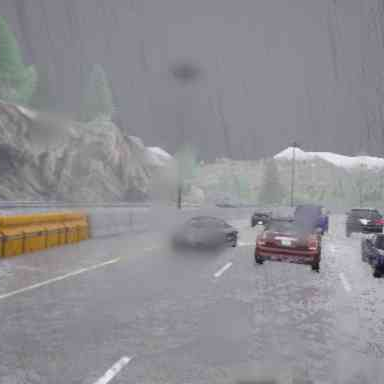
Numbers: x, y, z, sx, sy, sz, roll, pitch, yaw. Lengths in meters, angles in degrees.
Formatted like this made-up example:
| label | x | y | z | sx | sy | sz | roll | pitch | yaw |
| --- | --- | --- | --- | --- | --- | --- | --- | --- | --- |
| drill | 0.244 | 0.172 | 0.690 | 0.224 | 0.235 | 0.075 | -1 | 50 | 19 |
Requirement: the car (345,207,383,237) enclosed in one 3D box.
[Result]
| label | x | y | z | sx | sy | sz | roll | pitch | yaw |
| --- | --- | --- | --- | --- | --- | --- | --- | --- | --- |
| car | 12.171 | 2.127 | 23.572 | 2.150 | 2.045 | 5.566 | 3 | 0 | 26 |

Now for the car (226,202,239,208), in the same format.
| label | x | y | z | sx | sy | sz | roll | pitch | yaw |
| --- | --- | --- | --- | --- | --- | --- | --- | --- | --- |
| car | 8.982 | 2.784 | 64.375 | 1.994 | 1.385 | 4.181 | 2 | -1 | 38 |

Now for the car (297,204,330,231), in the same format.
| label | x | y | z | sx | sy | sz | roll | pitch | yaw |
| --- | --- | --- | --- | --- | --- | --- | --- | --- | --- |
| car | 8.995 | 1.981 | 25.034 | 2.150 | 2.045 | 5.566 | 3 | 0 | 26 |

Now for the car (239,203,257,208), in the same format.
| label | x | y | z | sx | sy | sz | roll | pitch | yaw |
| --- | --- | --- | --- | --- | --- | --- | --- | --- | --- |
| car | 11.469 | 2.869 | 61.972 | 2.033 | 1.411 | 5.357 | 2 | -1 | 38 |

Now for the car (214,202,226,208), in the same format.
| label | x | y | z | sx | sy | sz | roll | pitch | yaw |
| --- | --- | --- | --- | --- | --- | --- | --- | --- | --- |
| car | 6.409 | 2.716 | 66.779 | 1.895 | 1.301 | 4.718 | 2 | -1 | 38 |

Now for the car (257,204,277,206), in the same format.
| label | x | y | z | sx | sy | sz | roll | pitch | yaw |
| --- | --- | --- | --- | --- | --- | --- | --- | --- | --- |
| car | 14.042 | 2.929 | 59.527 | 1.837 | 1.490 | 4.892 | 2 | -1 | 38 |

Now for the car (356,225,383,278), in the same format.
| label | x | y | z | sx | sy | sz | roll | pitch | yaw |
| --- | --- | --- | --- | --- | --- | --- | --- | --- | --- |
| car | 7.014 | 2.096 | 11.367 | 1.895 | 1.301 | 4.718 | 3 | -1 | 21 |

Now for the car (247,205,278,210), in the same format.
| label | x | y | z | sx | sy | sz | roll | pitch | yaw |
| --- | --- | --- | --- | --- | --- | --- | --- | --- | --- |
| car | 6.300 | 2.155 | 27.461 | 1.837 | 1.490 | 4.892 | 3 | 0 | 27 |

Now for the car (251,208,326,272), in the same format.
| label | x | y | z | sx | sy | sz | roll | pitch | yaw |
| --- | --- | --- | --- | --- | --- | --- | --- | --- | --- |
| car | 3.771 | 1.698 | 12.619 | 2.097 | 1.767 | 4.553 | 3 | 0 | 21 |

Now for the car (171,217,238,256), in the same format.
| label | x | y | z | sx | sy | sz | roll | pitch | yaw |
| --- | --- | --- | --- | --- | --- | --- | --- | --- | --- |
| car | 0.697 | 1.771 | 14.390 | 1.994 | 1.385 | 4.181 | 3 | -1 | 21 |
